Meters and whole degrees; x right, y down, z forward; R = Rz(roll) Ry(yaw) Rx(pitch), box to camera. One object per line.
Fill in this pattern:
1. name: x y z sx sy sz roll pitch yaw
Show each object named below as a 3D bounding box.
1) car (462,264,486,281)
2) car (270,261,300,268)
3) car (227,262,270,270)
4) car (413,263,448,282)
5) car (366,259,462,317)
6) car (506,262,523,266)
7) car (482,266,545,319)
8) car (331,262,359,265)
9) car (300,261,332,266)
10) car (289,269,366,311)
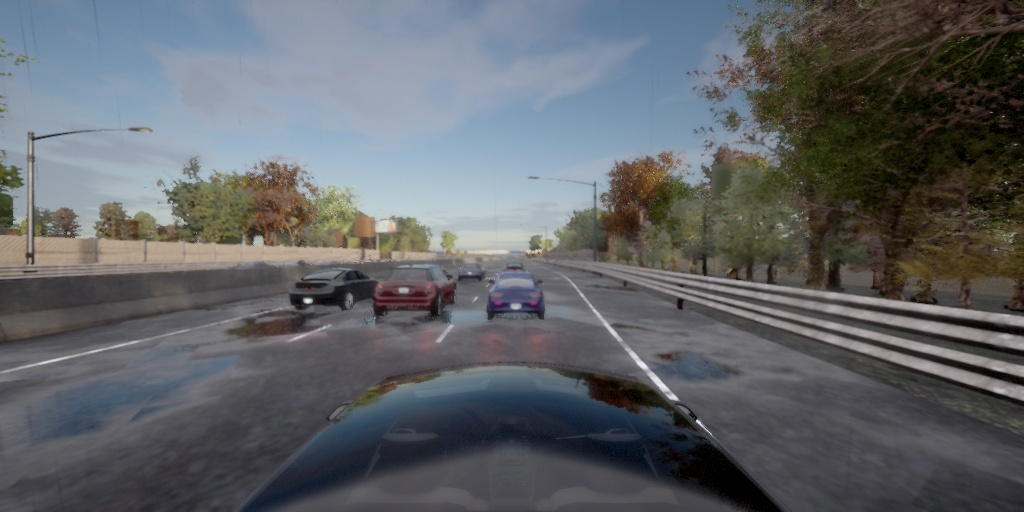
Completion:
1. car: -3.295 1.320 30.083 1.994 1.385 4.181 0 0 0
2. car: -24.433 1.284 40.224 1.812 1.442 4.674 0 0 0
3. car: -27.870 1.303 38.527 2.033 1.411 5.357 0 0 -1
4. car: -6.794 1.319 30.258 1.994 1.385 4.181 0 0 0
5. car: -3.366 1.101 13.333 2.097 1.767 4.553 0 0 0
6. car: 0.204 1.262 29.655 1.837 1.490 4.892 0 0 0
7. car: 0.130 1.276 12.678 1.812 1.442 4.674 0 0 0
8. car: -17.443 1.360 39.336 1.895 1.301 4.718 0 0 0
9. car: -20.936 1.307 40.197 2.033 1.411 5.357 0 0 0
10. car: -6.858 1.254 14.508 1.837 1.490 4.892 0 0 0
